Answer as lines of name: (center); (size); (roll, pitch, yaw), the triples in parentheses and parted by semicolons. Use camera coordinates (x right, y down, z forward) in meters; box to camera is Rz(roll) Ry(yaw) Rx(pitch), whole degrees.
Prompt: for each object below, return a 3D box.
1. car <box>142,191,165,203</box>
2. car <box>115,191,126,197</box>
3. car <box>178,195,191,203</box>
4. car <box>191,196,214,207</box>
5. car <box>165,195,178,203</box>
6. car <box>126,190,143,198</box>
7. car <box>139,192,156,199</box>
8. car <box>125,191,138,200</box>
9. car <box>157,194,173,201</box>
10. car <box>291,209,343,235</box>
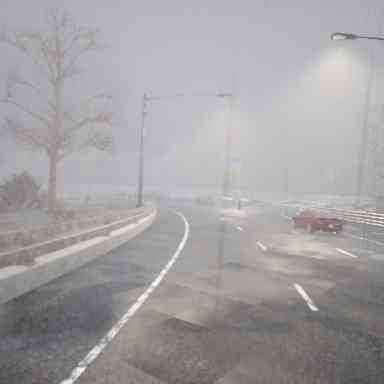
car: (-7.390, 0.835, 61.766); (2.150, 2.045, 5.566); (3, 0, -24)
car: (-16.998, 0.422, 79.218); (1.837, 1.490, 4.892); (3, 0, -37)
car: (-1.690, 1.394, 66.164); (1.882, 1.535, 5.008); (3, 0, -24)
car: (2.044, 1.464, 56.449); (2.097, 1.767, 4.553); (3, 0, -20)
car: (-4.996, 1.342, 64.991); (1.895, 1.301, 4.718); (3, 0, -24)
car: (-14.077, 0.432, 81.155); (2.097, 1.767, 4.553); (3, 0, -37)
car: (-11.208, 0.754, 83.139); (2.128, 1.511, 4.902); (3, 0, -37)
car: (-11.755, 0.909, 70.599); (2.128, 1.511, 4.902); (3, 0, -31)
car: (-6.158, 1.234, 74.924); (1.994, 1.385, 4.181); (3, 0, -31)
car: (8.333, 1.920, 22.585); (1.882, 1.535, 5.008); (3, 0, -2)
